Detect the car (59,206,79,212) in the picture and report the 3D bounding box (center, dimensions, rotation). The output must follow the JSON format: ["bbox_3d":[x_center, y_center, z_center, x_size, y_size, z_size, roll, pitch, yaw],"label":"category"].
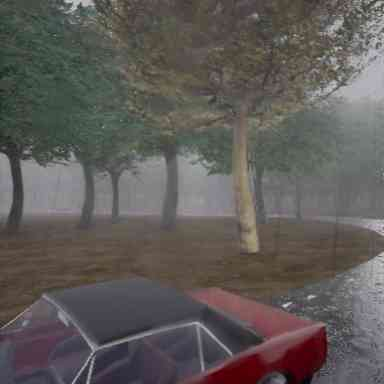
[{"bbox_3d":[-31.768,4.376,85.961,4.892,1.490,1.837,1,0,2],"label":"car"}]

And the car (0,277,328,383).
[{"bbox_3d":[-0.946,1.591,2.815,4.718,1.301,1.895,0,0,-37],"label":"car"}]
